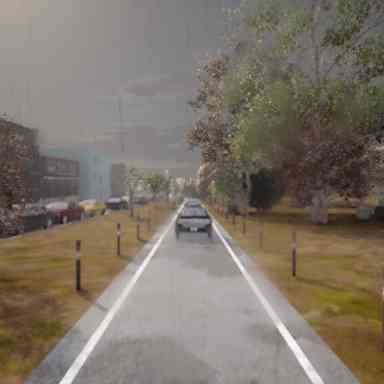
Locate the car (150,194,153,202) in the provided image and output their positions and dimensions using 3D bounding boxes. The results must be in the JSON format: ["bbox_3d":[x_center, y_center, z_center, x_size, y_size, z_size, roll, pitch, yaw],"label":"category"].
[{"bbox_3d":[-9.079,1.502,61.857,2.002,1.452,4.674,0,0,0],"label":"car"}]

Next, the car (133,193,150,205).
[{"bbox_3d":[-9.068,1.203,55.113,2.435,2.045,5.566,0,0,1],"label":"car"}]

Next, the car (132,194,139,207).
[{"bbox_3d":[-9.053,1.398,45.228,2.097,1.535,5.008,0,0,2],"label":"car"}]

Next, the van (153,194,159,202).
[{"bbox_3d":[-9.102,1.273,72.828,1.878,1.987,4.442,0,0,2],"label":"van"}]

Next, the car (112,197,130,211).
[{"bbox_3d":[-9.043,1.397,39.680,2.097,1.535,5.008,0,0,2],"label":"car"}]

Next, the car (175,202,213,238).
[{"bbox_3d":[0.092,1.545,18.110,2.128,1.511,4.902,0,0,0],"label":"car"}]

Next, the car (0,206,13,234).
[{"bbox_3d":[-8.998,1.336,11.948,2.097,1.535,5.008,0,0,2],"label":"car"}]

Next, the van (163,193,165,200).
[{"bbox_3d":[-9.126,1.309,90.537,1.878,1.987,4.442,0,-1,-3],"label":"van"}]

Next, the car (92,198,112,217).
[{"bbox_3d":[-9.034,1.374,29.427,1.946,1.575,5.366,0,0,2],"label":"car"}]

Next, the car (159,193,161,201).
[{"bbox_3d":[-9.106,1.496,78.513,2.231,1.521,4.892,0,-1,-2],"label":"car"}]

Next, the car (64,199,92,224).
[{"bbox_3d":[-9.016,1.378,23.046,2.097,1.535,5.008,0,0,2],"label":"car"}]

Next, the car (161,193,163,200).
[{"bbox_3d":[-9.113,1.544,84.024,2.163,1.488,4.792,0,-1,-2],"label":"car"}]

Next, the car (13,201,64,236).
[{"bbox_3d":[-9.007,1.368,17.490,2.231,1.521,4.892,0,0,2],"label":"car"}]
